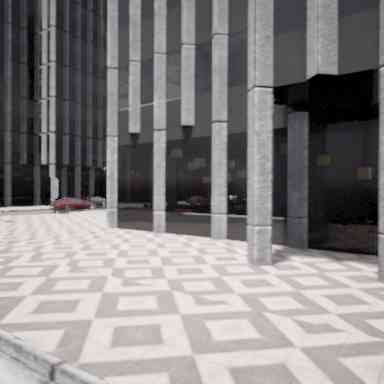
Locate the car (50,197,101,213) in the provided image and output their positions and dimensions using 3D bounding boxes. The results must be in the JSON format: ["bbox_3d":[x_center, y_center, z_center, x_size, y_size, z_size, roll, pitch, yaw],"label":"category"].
[{"bbox_3d":[-11.935,1.312,33.500,1.812,1.442,4.674,0,0,35],"label":"car"}]

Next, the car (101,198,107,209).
[{"bbox_3d":[-11.906,1.292,39.065,1.812,1.442,4.674,0,0,36],"label":"car"}]
